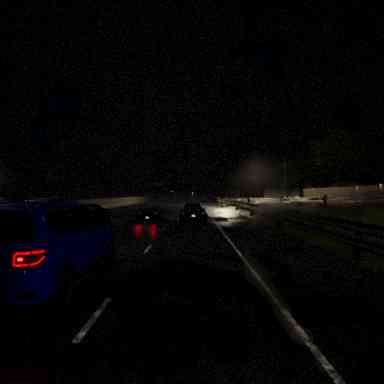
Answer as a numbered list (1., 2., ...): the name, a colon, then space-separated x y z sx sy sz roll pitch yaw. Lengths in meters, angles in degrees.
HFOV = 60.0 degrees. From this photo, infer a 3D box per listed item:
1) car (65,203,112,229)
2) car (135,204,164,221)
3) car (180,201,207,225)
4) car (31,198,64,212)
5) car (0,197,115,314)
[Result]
1. car: -6.901 1.568 22.718 1.812 1.442 4.674 0 0 0
2. car: -3.402 1.656 27.581 1.895 1.301 4.718 0 0 0
3. car: 0.099 1.612 24.821 1.994 1.385 4.181 0 0 0
4. car: -17.589 1.573 40.727 1.882 1.535 5.008 0 0 0
5. car: -3.401 1.233 7.784 2.150 2.045 5.566 0 0 0
